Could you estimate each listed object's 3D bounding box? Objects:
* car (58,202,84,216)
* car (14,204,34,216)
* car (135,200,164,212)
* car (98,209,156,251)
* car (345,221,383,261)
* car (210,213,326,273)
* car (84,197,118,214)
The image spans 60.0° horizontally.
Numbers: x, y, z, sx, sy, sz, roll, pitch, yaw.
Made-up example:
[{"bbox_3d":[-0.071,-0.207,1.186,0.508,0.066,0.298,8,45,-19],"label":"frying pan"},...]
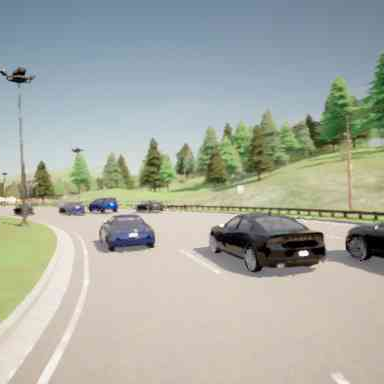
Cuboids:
[{"bbox_3d":[-15.424,2.017,42.499,2.097,1.767,4.553,-2,0,-39],"label":"car"},{"bbox_3d":[-23.955,2.510,47.333,2.128,1.511,4.902,-2,0,-40],"label":"car"},{"bbox_3d":[-5.267,1.739,40.861,2.128,1.511,4.902,-2,0,-36],"label":"car"},{"bbox_3d":[-3.017,1.699,15.046,1.994,1.385,4.181,-2,0,-20],"label":"car"},{"bbox_3d":[6.092,1.248,8.595,2.128,1.511,4.902,-2,0,-13],"label":"car"},{"bbox_3d":[2.078,1.400,10.633,1.882,1.535,5.008,-1,0,-16],"label":"car"},{"bbox_3d":[-11.712,1.735,43.648,2.150,2.045,5.566,-2,0,-40],"label":"car"}]
